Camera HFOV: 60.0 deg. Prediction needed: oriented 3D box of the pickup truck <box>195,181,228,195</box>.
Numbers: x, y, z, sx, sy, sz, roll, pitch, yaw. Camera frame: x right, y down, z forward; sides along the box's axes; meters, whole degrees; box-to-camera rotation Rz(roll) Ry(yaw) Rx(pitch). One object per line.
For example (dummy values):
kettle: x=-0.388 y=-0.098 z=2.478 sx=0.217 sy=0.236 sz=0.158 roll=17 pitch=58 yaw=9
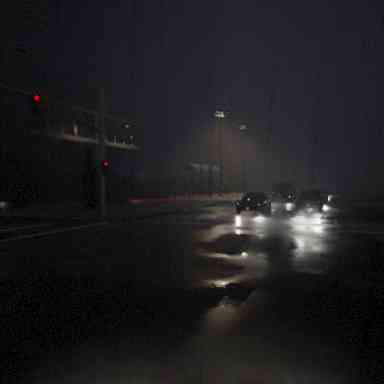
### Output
pickup truck: x=2.971 y=-0.659 z=52.812 sx=6.274 sy=2.098 sz=2.390 roll=-2 pitch=2 yaw=-36

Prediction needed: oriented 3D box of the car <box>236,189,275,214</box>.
car: x=4.538 y=0.725 z=23.970 sx=1.812 sy=1.442 sz=4.674 roll=0 pitch=2 yaw=23

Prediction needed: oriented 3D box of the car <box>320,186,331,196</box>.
car: x=13.626 y=0.364 z=35.939 sx=1.895 sy=1.301 sz=4.718 roll=0 pitch=2 yaw=24

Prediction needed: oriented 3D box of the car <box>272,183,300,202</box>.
car: x=10.214 y=-0.026 z=36.865 sx=2.150 sy=2.045 sz=5.566 roll=0 pitch=2 yaw=24

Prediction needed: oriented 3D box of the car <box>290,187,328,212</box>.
car: x=9.138 y=0.608 z=25.732 sx=2.128 sy=1.511 sz=4.902 roll=0 pitch=2 yaw=23

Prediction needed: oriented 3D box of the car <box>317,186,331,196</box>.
car: x=20.321 y=-0.237 z=51.104 sx=1.812 sy=1.442 sz=4.674 roll=0 pitch=2 yaw=24

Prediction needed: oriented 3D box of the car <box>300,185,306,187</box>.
car: x=17.648 y=-0.323 z=53.691 sx=1.837 sy=1.490 sz=4.892 roll=1 pitch=1 yaw=24
